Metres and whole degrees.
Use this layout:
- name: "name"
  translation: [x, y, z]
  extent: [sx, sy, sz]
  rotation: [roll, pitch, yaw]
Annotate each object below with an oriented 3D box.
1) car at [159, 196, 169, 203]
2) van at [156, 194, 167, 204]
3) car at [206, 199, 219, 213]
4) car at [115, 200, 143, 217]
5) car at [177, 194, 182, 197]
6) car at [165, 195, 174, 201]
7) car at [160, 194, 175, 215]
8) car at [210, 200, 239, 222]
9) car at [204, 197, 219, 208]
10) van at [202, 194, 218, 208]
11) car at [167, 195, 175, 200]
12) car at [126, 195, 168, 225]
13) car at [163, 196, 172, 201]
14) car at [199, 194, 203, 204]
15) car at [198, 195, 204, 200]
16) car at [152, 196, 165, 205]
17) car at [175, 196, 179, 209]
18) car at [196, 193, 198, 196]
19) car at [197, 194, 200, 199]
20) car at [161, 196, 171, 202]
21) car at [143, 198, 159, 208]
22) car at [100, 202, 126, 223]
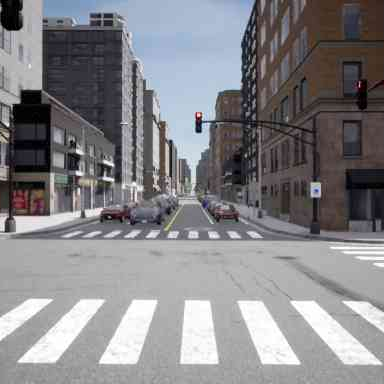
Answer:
- name: "car"
  translation: [-5.973, 1.609, 71.365]
  extent: [1.802, 1.307, 4.206]
  rotation: [1, 0, 0]
- name: "van"
  translation: [-5.961, 1.365, 65.692]
  extent: [1.690, 1.788, 3.998]
  rotation: [1, 0, 0]
- name: "car"
  translation: [2.621, 1.589, 31.661]
  extent: [1.802, 1.307, 4.206]
  rotation: [1, 0, 0]
- name: "car"
  translation: [-5.904, 1.552, 31.655]
  extent: [1.887, 1.381, 4.507]
  rotation: [1, 0, 0]
- name: "car"
  translation: [-3.146, 1.509, 54.077]
  extent: [2.128, 1.511, 4.902]
  rotation: [0, 0, 0]
- name: "car"
  translation: [-6.003, 1.603, 88.384]
  extent: [1.947, 1.339, 4.313]
  rotation: [1, 0, 0]
- name: "car"
  translation: [-3.156, 1.360, 33.900]
  extent: [2.097, 1.767, 4.553]
  rotation: [0, 0, 0]
- name: "car"
  translation: [2.631, 1.588, 25.988]
  extent: [1.802, 1.307, 4.206]
  rotation: [1, 0, 0]
- name: "car"
  translation: [2.611, 1.591, 37.335]
  extent: [1.802, 1.307, 4.206]
  rotation: [1, 0, 0]
- name: "van"
  translation: [2.604, 1.353, 43.008]
  extent: [1.690, 1.788, 3.998]
  rotation: [1, 0, 0]
- name: "car"
  translation: [-6.012, 1.585, 94.056]
  extent: [1.887, 1.381, 4.507]
  rotation: [1, 0, 0]
- name: "car"
  translation: [-3.138, 1.358, 24.079]
  extent: [2.097, 1.767, 4.553]
  rotation: [0, 0, 0]
- name: "car"
  translation: [-5.993, 1.600, 82.711]
  extent: [1.947, 1.339, 4.313]
  rotation: [1, 0, 0]
- name: "car"
  translation: [2.595, 1.329, 48.681]
  extent: [2.192, 1.841, 5.009]
  rotation: [1, 0, 0]
- name: "car"
  translation: [2.514, 1.565, 94.238]
  extent: [1.752, 1.417, 4.829]
  rotation: [1, 0, 0]
- name: "car"
  translation: [-5.952, 1.461, 60.019]
  extent: [1.967, 1.590, 4.097]
  rotation: [1, 0, 0]
- name: "car"
  translation: [-3.159, 1.576, 43.844]
  extent: [1.994, 1.385, 4.181]
  rotation: [0, 0, 1]
- name: "car"
  translation: [2.535, 1.349, 82.722]
  extent: [2.192, 1.841, 5.009]
  rotation: [1, 0, 0]
- name: "car"
  translation: [2.552, 1.593, 71.374]
  extent: [1.947, 1.339, 4.313]
  rotation: [1, 0, 0]
- name: "car"
  translation: [-5.983, 1.582, 77.038]
  extent: [2.008, 1.369, 4.403]
  rotation: [1, 0, 0]
- name: "car"
  translation: [-5.934, 1.596, 48.674]
  extent: [1.802, 1.307, 4.206]
  rotation: [1, 0, 0]
- name: "car"
  translation: [-5.894, 1.550, 25.982]
  extent: [1.887, 1.381, 4.507]
  rotation: [1, 0, 0]
